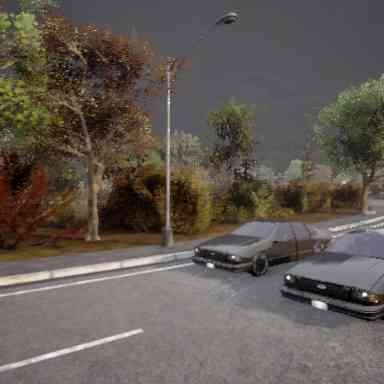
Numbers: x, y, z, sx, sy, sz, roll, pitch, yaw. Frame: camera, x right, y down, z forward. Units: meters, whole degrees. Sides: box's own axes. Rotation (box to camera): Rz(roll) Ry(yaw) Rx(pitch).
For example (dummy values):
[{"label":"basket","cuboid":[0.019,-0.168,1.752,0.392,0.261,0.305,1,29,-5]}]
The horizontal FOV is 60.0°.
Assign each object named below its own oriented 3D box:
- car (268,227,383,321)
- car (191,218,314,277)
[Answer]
[{"label":"car","cuboid":[4.244,1.566,7.474,5.357,1.411,2.033,0,0,-40]},{"label":"car","cuboid":[2.528,1.577,10.598,5.357,1.411,2.033,0,0,-40]}]
